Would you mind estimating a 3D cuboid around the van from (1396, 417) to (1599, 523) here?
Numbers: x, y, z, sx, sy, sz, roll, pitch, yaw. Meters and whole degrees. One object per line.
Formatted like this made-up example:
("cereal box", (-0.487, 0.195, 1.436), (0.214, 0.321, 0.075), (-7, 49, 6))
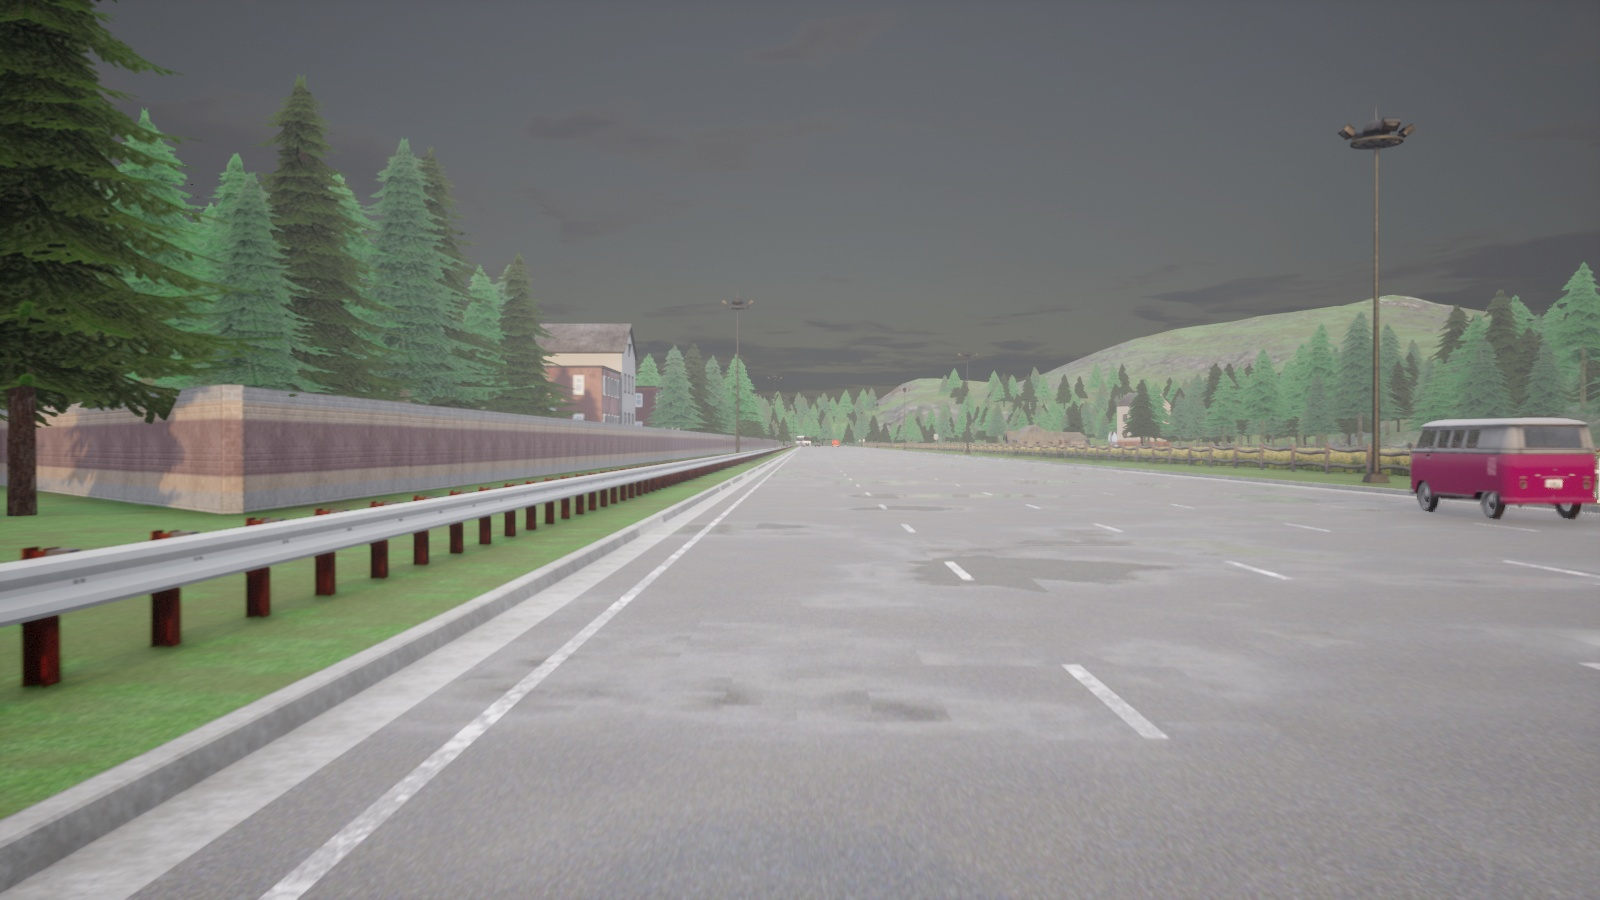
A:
("van", (14.164, 0.366, 25.764), (1.775, 1.987, 4.442), (0, 0, 0))
